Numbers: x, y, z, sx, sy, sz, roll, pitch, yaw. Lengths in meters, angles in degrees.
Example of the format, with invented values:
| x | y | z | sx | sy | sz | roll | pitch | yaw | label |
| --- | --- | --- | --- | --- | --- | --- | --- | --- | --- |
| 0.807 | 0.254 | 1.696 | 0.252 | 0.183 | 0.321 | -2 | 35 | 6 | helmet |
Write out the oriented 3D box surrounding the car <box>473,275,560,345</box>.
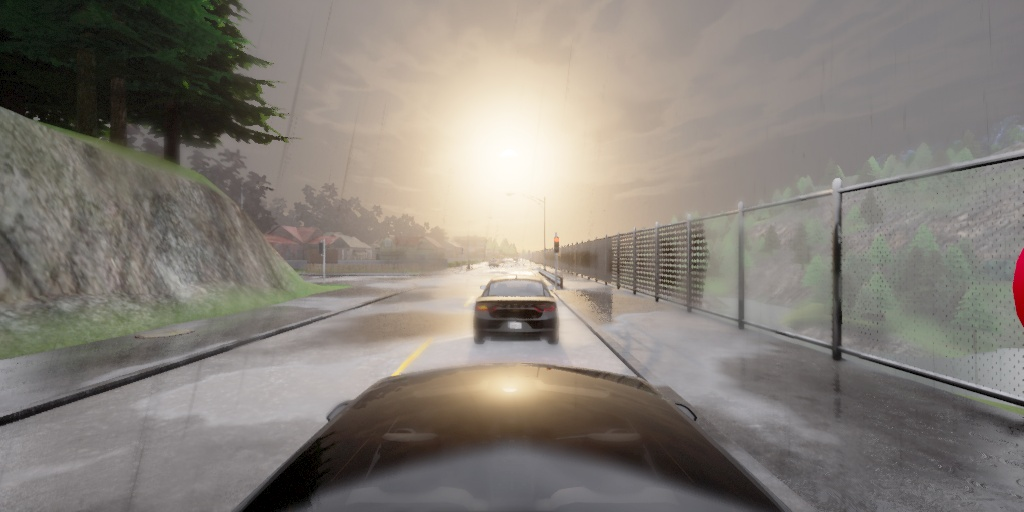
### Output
| x | y | z | sx | sy | sz | roll | pitch | yaw | label |
| --- | --- | --- | --- | --- | --- | --- | --- | --- | --- |
| 0.127 | 1.227 | 9.570 | 1.882 | 1.535 | 5.008 | 0 | 0 | 1 | car |

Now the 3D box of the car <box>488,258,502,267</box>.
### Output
| x | y | z | sx | sy | sz | roll | pitch | yaw | label |
| --- | --- | --- | --- | --- | --- | --- | --- | --- | --- |
| -3.326 | 1.300 | 65.177 | 1.837 | 1.490 | 4.892 | 0 | 2 | 1 | car |
